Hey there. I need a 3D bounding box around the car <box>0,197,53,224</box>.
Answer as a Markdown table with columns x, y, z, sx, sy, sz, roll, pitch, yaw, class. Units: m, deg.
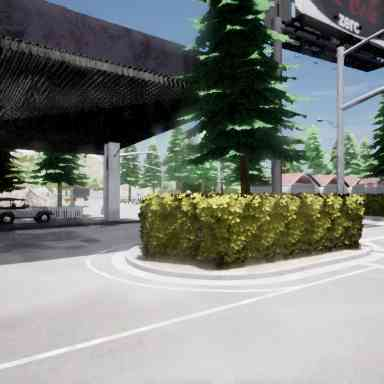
| x | y | z | sx | sy | sz | roll | pitch | yaw | class |
| --- | --- | --- | --- | --- | --- | --- | --- | --- | --- |
| -12.000 | 1.313 | 23.459 | 3.866 | 1.878 | 1.905 | 0 | 0 | -36 | car |
